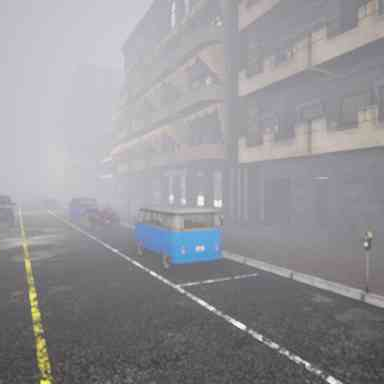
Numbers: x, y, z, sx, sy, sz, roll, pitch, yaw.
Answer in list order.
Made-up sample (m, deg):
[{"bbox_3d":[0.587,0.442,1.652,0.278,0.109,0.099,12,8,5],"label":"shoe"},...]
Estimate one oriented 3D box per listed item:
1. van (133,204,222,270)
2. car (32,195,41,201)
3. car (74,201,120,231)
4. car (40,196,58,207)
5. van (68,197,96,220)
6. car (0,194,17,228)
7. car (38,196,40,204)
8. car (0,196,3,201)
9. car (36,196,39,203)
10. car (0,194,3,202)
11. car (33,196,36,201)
[{"bbox_3d":[-0.634,1.328,10.849,1.690,1.788,3.998,0,0,-28],"label":"van"},{"bbox_3d":[-39.295,1.544,84.117,1.887,1.381,4.507,0,0,-28],"label":"car"},{"bbox_3d":[-5.787,1.526,20.618,1.887,1.381,4.507,0,0,-28],"label":"car"},{"bbox_3d":[-21.252,1.541,49.926,1.947,1.339,4.313,0,0,-28],"label":"car"},{"bbox_3d":[-8.365,1.320,25.502,1.690,1.788,3.998,0,0,-28],"label":"van"},{"bbox_3d":[-12.756,1.208,21.637,2.150,2.045,5.566,0,0,-28],"label":"car"},{"bbox_3d":[-23.909,1.502,54.960,1.752,1.417,4.829,0,0,-28],"label":"car"},{"bbox_3d":[-46.707,1.575,80.207,1.947,1.339,4.313,0,0,-28],"label":"car"},{"bbox_3d":[-26.487,1.505,59.845,1.752,1.417,4.829,0,0,-28],"label":"car"},{"bbox_3d":[-44.131,1.319,75.322,2.192,1.841,5.009,0,0,-28],"label":"car"},{"bbox_3d":[-31.563,1.531,69.464,1.887,1.381,4.507,0,0,-28],"label":"car"}]
